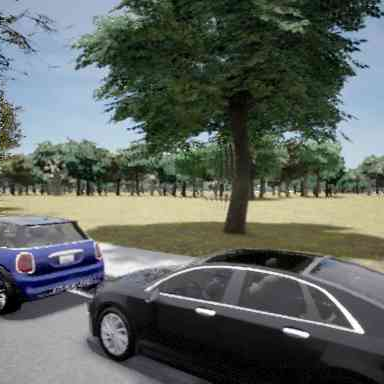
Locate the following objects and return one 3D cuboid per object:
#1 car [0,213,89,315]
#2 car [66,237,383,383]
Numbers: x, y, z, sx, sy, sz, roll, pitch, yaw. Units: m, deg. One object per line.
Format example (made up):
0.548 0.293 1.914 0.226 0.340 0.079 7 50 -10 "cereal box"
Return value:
-4.169 1.324 7.752 4.553 1.767 2.097 0 0 36 "car"
0.681 1.502 4.273 4.892 1.490 1.837 0 0 36 "car"
